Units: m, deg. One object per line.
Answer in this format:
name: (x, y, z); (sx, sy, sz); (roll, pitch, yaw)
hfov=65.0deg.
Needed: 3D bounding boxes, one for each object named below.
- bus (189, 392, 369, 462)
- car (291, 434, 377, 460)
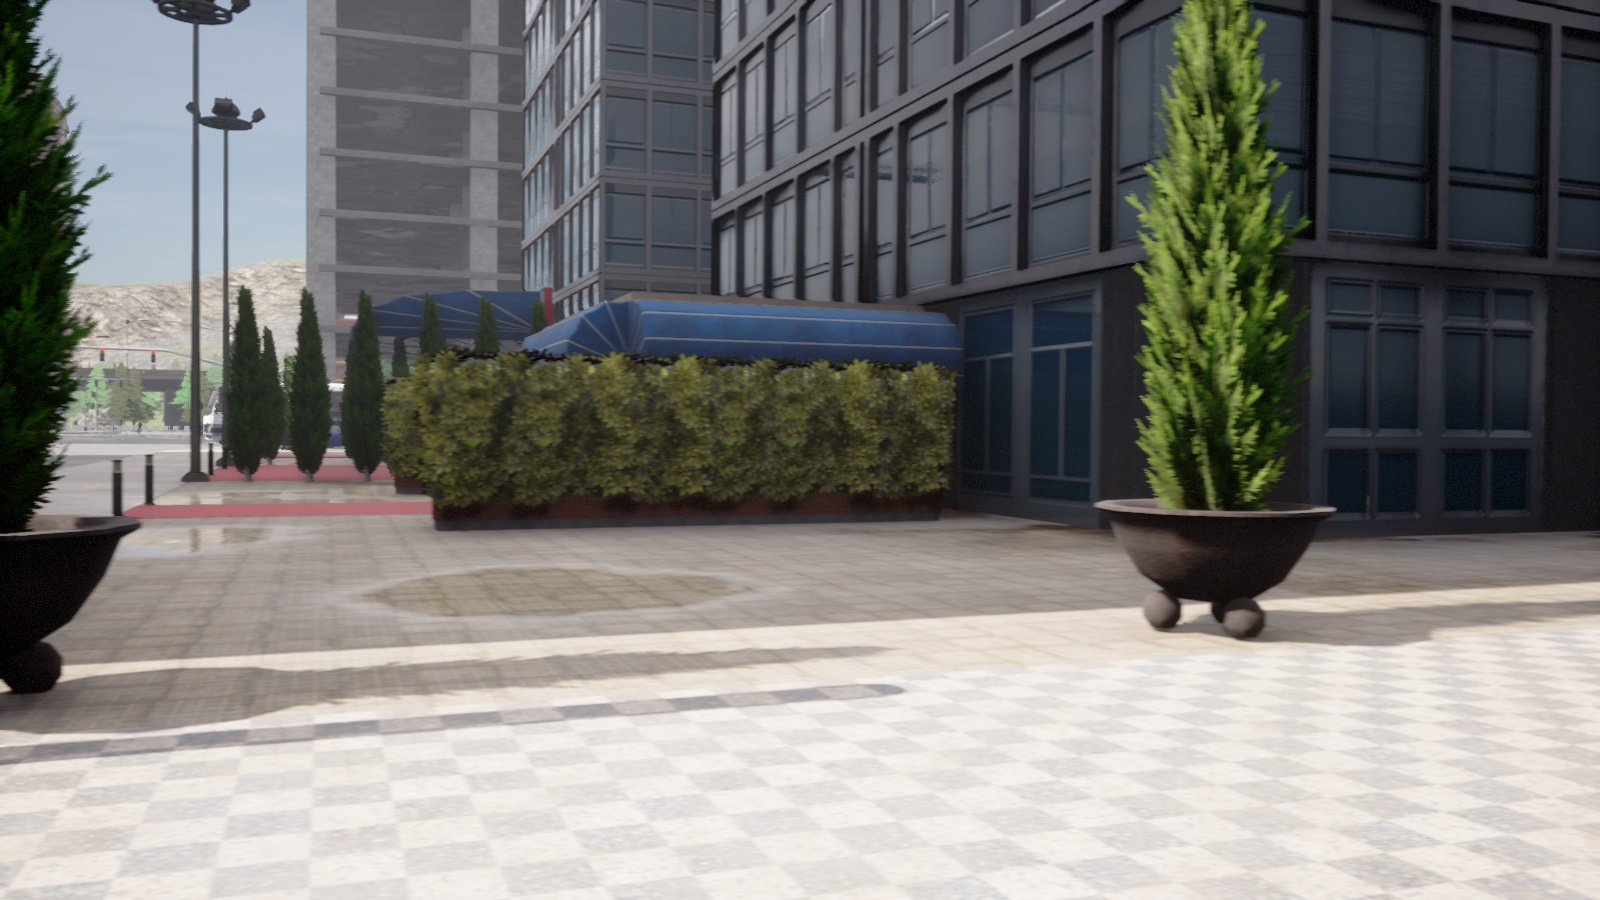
bus: (-33.458, -1.529, 80.814); (10.273, 4.253, 3.944); (-1, 2, -29)
car: (-29.447, -0.200, 79.370); (5.008, 1.535, 1.882); (-2, 1, -21)
